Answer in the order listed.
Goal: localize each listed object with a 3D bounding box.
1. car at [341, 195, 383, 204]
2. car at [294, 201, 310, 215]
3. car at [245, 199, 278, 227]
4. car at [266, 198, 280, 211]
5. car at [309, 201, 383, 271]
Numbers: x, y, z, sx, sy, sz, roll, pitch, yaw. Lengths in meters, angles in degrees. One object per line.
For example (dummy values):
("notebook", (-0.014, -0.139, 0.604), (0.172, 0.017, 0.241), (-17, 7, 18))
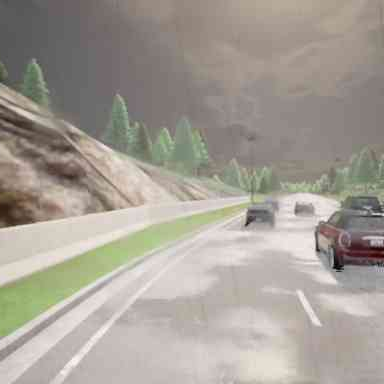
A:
("car", (12.591, 1.277, 25.081), (2.150, 2.045, 5.566), (0, 0, 15))
("car", (11.521, 1.631, 34.375), (1.895, 1.301, 4.718), (0, 0, 15))
("car", (4.825, 1.501, 23.223), (1.837, 1.490, 4.892), (0, 0, 15))
("car", (9.812, 1.481, 41.327), (1.882, 1.535, 5.008), (0, 0, 15))
("car", (5.377, 1.375, 10.942), (2.097, 1.767, 4.553), (1, 0, 12))
